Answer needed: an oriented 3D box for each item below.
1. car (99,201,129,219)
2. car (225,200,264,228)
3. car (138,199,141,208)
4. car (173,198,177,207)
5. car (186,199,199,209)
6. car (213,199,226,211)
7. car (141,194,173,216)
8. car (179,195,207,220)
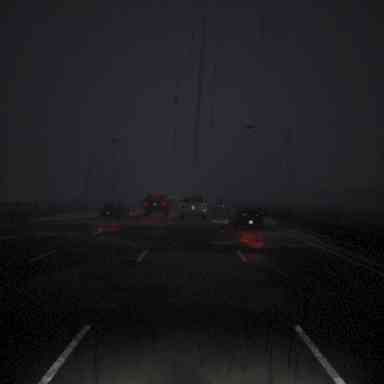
[{"bbox_3d":[-6.907,1.526,29.967,2.128,1.511,4.902,0,0,0],"label":"car"},{"bbox_3d":[3.523,1.531,22.237,1.837,1.490,4.892,0,0,0],"label":"car"},{"bbox_3d":[-6.910,1.534,50.580,1.882,1.535,5.008,0,0,0],"label":"car"},{"bbox_3d":[-3.409,1.621,52.317,1.994,1.385,4.181,0,0,0],"label":"car"},{"bbox_3d":[0.090,1.655,48.649,1.895,1.301,4.718,0,0,0],"label":"car"},{"bbox_3d":[3.573,1.593,40.471,2.033,1.411,5.357,0,0,0],"label":"car"},{"bbox_3d":[-3.407,1.259,33.210,2.150,2.045,5.566,0,0,0],"label":"car"},{"bbox_3d":[0.094,1.255,28.497,2.150,2.045,5.566,0,0,0],"label":"car"}]
